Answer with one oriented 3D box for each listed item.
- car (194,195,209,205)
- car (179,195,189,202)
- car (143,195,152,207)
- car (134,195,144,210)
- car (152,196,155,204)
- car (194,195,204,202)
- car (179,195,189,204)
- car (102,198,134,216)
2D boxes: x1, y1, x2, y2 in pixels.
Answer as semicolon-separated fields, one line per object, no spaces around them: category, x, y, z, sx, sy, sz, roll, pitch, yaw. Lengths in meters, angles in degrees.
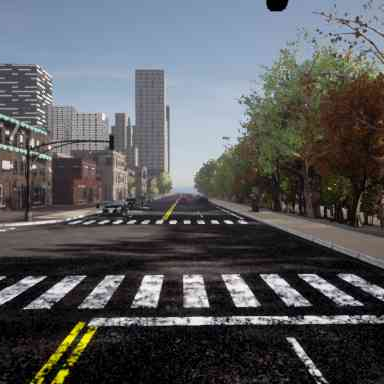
car;1.911;1.456;59.292;1.882;1.535;5.008;0;0;-1
car;-1.771;1.343;72.760;2.033;1.411;5.357;0;0;-1
car;-7.843;1.334;51.727;2.097;1.767;4.553;0;0;-1
car;-7.607;1.491;42.032;1.837;1.490;4.892;0;0;-1
car;-8.052;1.468;61.990;2.128;1.511;4.902;0;0;-1
car;1.477;1.471;73.019;1.837;1.490;4.892;0;0;-1
car;-1.527;1.540;62.760;1.994;1.385;4.181;0;0;-1
car;-7.380;1.481;32.474;2.128;1.511;4.902;0;0;-1
